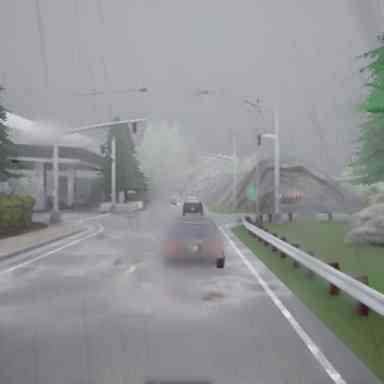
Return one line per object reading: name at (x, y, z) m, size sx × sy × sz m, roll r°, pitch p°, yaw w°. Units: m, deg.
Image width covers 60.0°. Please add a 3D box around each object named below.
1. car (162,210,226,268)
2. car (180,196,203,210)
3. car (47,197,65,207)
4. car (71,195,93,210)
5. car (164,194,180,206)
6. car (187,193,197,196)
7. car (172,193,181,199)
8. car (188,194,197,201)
car at (0.066, 1.552, 11.242) m, size 2.033 × 1.411 × 5.357 m, roll 0°, pitch 0°, yaw 0°
car at (0.091, 1.432, 32.762) m, size 1.882 × 1.535 × 5.008 m, roll 0°, pitch -1°, yaw 0°
car at (-20.236, 1.498, 48.500) m, size 2.242 × 1.667 × 4.611 m, roll 0°, pitch 0°, yaw -1°
car at (-14.529, 1.329, 44.222) m, size 1.905 × 1.878 × 3.866 m, roll 0°, pitch 0°, yaw -1°
car at (-3.559, 1.568, 55.570) m, size 2.033 × 1.411 × 5.357 m, roll 0°, pitch 0°, yaw 1°
car at (-0.001, 1.243, 72.939) m, size 2.150 × 2.045 × 5.566 m, roll 0°, pitch 0°, yaw 0°
car at (-3.501, 1.251, 71.335) m, size 2.150 × 2.045 × 5.566 m, roll 0°, pitch 0°, yaw 0°
car at (-0.004, 1.388, 83.329) m, size 2.128 × 1.511 × 4.902 m, roll 0°, pitch 0°, yaw -2°
